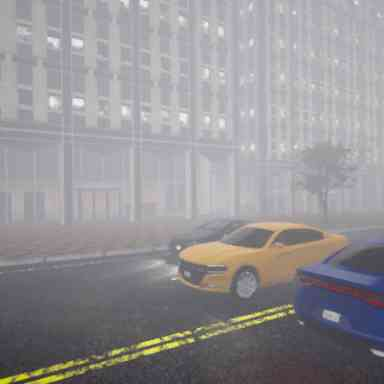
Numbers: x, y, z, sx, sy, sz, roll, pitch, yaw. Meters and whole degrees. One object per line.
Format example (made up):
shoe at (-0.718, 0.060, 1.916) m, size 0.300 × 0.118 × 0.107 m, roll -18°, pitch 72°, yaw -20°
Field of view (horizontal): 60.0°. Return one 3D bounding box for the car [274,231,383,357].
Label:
car at (3.933, 1.524, 5.782) m, size 5.008 × 1.535 × 1.882 m, roll 1°, pitch -1°, yaw -33°

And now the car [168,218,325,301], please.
car at (2.002, 1.543, 8.640) m, size 5.008 × 1.535 × 1.882 m, roll 0°, pitch -1°, yaw -33°

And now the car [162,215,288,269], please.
car at (1.239, 1.653, 12.015) m, size 4.181 × 1.385 × 1.994 m, roll 0°, pitch 0°, yaw -33°
